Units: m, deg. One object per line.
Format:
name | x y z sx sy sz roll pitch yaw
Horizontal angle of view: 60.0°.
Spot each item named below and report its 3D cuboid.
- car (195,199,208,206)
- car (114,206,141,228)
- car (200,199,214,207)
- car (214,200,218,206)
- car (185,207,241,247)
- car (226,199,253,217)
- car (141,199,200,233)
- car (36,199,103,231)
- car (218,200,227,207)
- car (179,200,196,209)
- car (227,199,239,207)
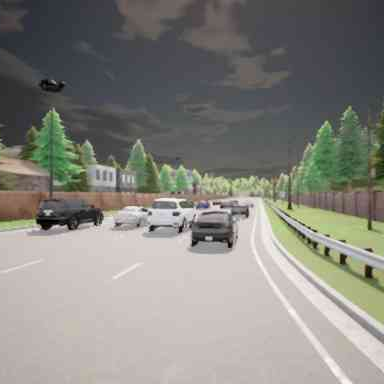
car | 2.116 2.336 74.085 2.128 1.511 4.902 0 -1 11
car | -4.221 1.792 24.701 1.812 1.442 4.674 0 -1 11
car | 1.936 2.132 55.105 1.812 1.442 4.674 0 -1 11
car | 5.540 2.406 73.290 1.895 1.301 4.718 0 -1 11
car | 1.182 1.684 16.115 1.837 1.490 4.892 0 -1 11
car | 5.262 1.896 36.228 2.128 1.511 4.902 0 -1 11
car | -1.219 1.462 21.896 2.150 2.045 5.566 0 0 11
car | -8.183 1.462 22.779 2.150 2.045 5.566 0 -1 11
car | 6.188 2.211 58.467 1.994 1.385 4.181 0 -1 11
car | -0.780 2.137 59.326 2.128 1.511 4.902 0 -1 11
car | 8.952 2.323 72.500 2.128 1.511 4.902 0 -1 11
